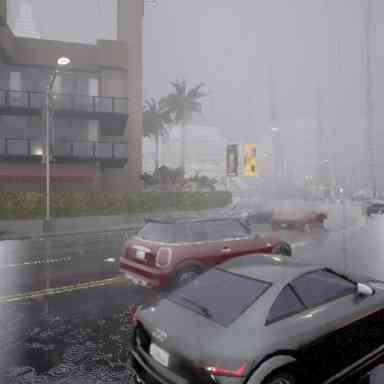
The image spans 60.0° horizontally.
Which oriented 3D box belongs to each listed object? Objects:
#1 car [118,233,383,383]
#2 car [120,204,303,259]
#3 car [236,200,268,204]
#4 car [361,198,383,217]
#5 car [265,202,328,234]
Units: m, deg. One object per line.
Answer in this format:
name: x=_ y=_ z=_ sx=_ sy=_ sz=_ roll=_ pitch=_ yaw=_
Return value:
car: x=1.266 y=1.562 z=4.486 sx=4.181 sy=1.385 sz=1.994 roll=0 pitch=0 yaw=-38
car: x=0.541 y=1.347 z=8.421 sx=4.553 sy=1.767 sz=2.097 roll=0 pitch=0 yaw=-39
car: x=3.609 y=1.339 z=21.457 sx=2.097 sy=1.767 sz=4.553 roll=0 pitch=0 yaw=38
car: x=17.260 y=1.491 z=31.416 sx=1.837 sy=1.490 sz=4.892 roll=1 pitch=0 yaw=19
car: x=6.321 y=1.467 z=19.248 sx=1.882 sy=1.535 sz=5.008 roll=0 pitch=0 yaw=39
